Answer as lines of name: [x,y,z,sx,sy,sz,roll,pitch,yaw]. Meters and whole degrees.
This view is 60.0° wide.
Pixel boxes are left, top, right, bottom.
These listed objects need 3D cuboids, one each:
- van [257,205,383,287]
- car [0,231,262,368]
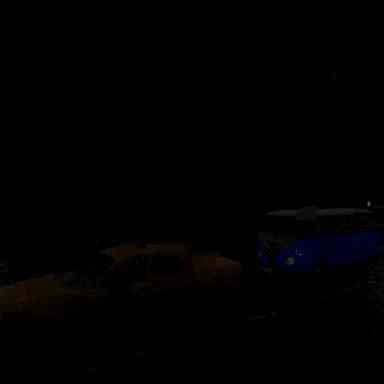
van: [3.505,1.341,9.046,3.998,1.788,1.690,0,-1,-35]
car: [-1.180,1.525,5.702,4.829,1.417,1.752,0,-1,-35]
